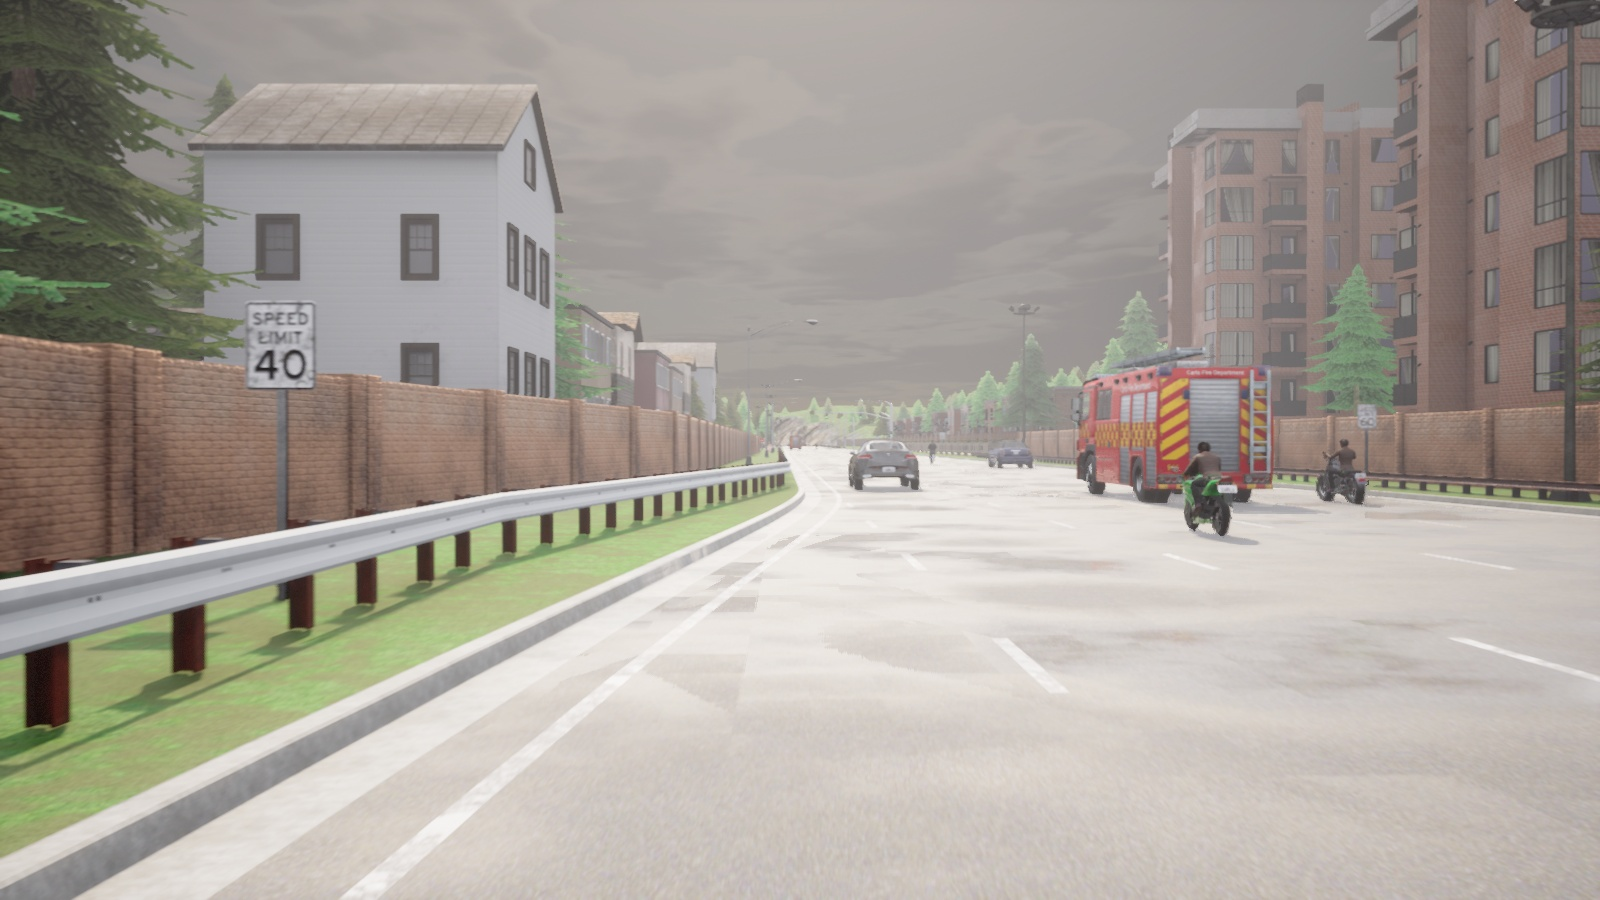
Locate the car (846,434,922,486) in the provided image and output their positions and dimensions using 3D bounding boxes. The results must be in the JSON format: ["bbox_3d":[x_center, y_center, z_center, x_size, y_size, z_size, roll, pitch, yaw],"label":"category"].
[{"bbox_3d":[2.754,0.317,42.365,2.152,1.651,5.027,0,0,-1],"label":"car"}]

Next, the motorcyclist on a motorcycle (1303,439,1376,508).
[{"bbox_3d":[13.428,0.555,31.318,0.766,1.649,2.350,0,0,-1],"label":"motorcyclist on a motorcycle"}]

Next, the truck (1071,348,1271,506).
[{"bbox_3d":[9.878,-0.580,34.584,2.891,3.827,8.468,0,0,-1],"label":"truck"}]

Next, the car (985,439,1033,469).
[{"bbox_3d":[12.719,0.236,76.638,2.097,1.767,4.553,0,0,-1],"label":"car"}]

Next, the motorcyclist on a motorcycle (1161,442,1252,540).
[{"bbox_3d":[6.597,0.633,20.505,0.797,1.523,2.044,0,0,-1],"label":"motorcyclist on a motorcycle"}]
